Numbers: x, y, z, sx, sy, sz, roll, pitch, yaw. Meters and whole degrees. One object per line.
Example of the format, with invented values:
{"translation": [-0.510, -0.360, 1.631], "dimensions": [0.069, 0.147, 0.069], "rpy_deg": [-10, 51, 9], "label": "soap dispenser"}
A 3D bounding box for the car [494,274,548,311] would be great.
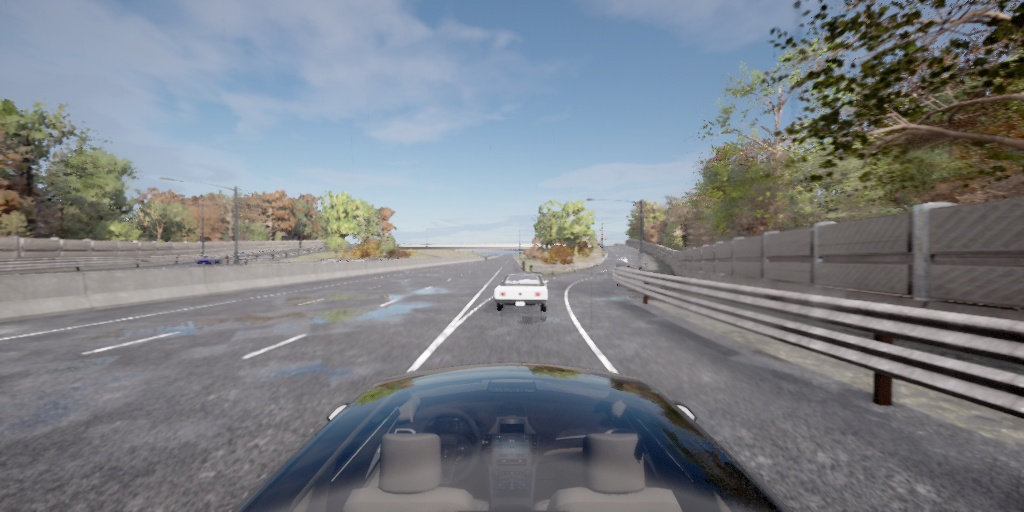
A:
{"translation": [0.523, 1.355, 14.583], "dimensions": [1.895, 1.301, 4.718], "rpy_deg": [0, 0, 6], "label": "car"}

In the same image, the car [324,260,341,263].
{"translation": [-28.035, 1.295, 55.920], "dimensions": [1.812, 1.442, 4.674], "rpy_deg": [0, 0, 1], "label": "car"}

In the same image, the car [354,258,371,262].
{"translation": [-24.526, 1.371, 56.544], "dimensions": [1.895, 1.301, 4.718], "rpy_deg": [0, 0, 1], "label": "car"}
